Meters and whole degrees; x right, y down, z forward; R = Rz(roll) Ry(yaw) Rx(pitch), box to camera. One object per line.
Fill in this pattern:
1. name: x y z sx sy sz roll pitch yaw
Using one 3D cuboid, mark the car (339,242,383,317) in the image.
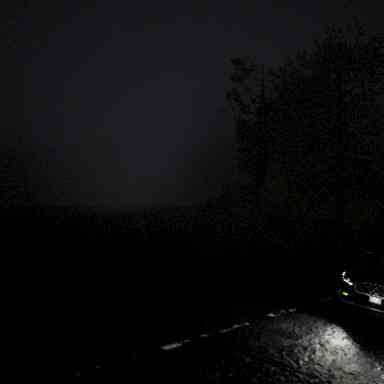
1. car: 5.041 1.572 6.972 4.892 1.490 1.837 0 0 -35
